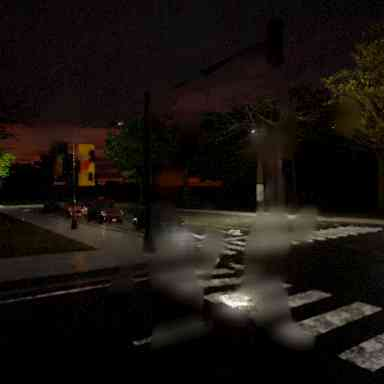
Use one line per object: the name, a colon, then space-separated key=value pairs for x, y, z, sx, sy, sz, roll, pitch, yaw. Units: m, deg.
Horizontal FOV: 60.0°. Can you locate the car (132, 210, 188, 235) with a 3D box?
car: x=-2.285 y=1.883 z=21.843 sx=2.033 sy=1.411 sz=5.357 roll=-1 pitch=0 yaw=-29

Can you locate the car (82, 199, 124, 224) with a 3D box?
car: x=-7.783 y=1.781 z=29.596 sx=2.097 sy=1.767 sz=4.553 roll=-1 pitch=0 yaw=-35

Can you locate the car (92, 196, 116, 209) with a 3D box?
car: x=-15.336 y=1.777 z=57.714 sx=2.150 sy=2.045 sz=5.566 roll=-1 pitch=0 yaw=-35

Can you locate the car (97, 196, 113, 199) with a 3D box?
car: x=-14.094 y=1.887 z=50.170 sx=2.097 sy=1.767 sz=4.553 roll=-1 pitch=0 yaw=-35

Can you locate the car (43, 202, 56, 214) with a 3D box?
car: x=-19.151 y=2.101 z=45.918 sx=1.882 sy=1.535 sz=5.008 roll=-1 pitch=0 yaw=-35

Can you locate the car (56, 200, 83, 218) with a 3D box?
car: x=-13.393 y=1.877 z=37.615 sx=2.097 sy=1.767 sz=4.553 roll=-1 pitch=0 yaw=-35

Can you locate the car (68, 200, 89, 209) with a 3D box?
car: x=-19.957 y=2.184 z=58.480 sx=2.033 sy=1.411 sz=5.357 roll=-1 pitch=0 yaw=-35

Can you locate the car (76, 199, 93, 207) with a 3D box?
car: x=-21.455 y=2.225 z=66.458 sx=1.994 sy=1.385 sz=4.181 roll=-1 pitch=0 yaw=-35
